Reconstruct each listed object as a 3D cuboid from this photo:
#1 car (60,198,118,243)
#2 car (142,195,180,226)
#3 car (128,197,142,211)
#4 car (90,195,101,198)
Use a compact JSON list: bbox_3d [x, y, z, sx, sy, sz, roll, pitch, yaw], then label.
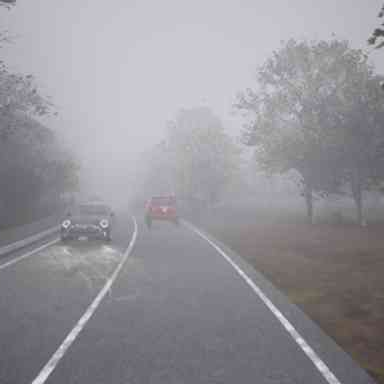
[{"bbox_3d":[-4.794,1.334,16.027,2.097,1.767,4.553,0,0,-8],"label":"car"},{"bbox_3d":[-2.219,1.237,23.758,2.150,2.045,5.566,1,0,-10],"label":"car"},{"bbox_3d":[-6.569,1.347,40.791,2.097,1.767,4.553,1,0,-17],"label":"car"},{"bbox_3d":[-16.274,1.303,56.148,2.128,1.511,4.902,2,0,-22],"label":"car"}]
